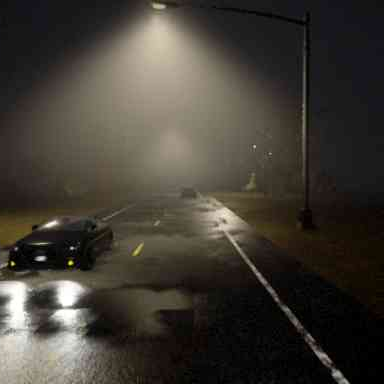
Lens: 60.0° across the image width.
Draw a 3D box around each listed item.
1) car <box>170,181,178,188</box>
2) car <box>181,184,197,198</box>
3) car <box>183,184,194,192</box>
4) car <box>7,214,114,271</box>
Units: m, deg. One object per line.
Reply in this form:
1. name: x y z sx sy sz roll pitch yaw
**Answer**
1. car: -4.634 -1.958 86.406 1.837 1.490 4.892 0 3 -1
2. car: -0.417 -0.001 43.419 1.994 1.385 4.181 0 3 -1
3. car: -0.652 -0.817 62.546 1.895 1.301 4.718 0 3 -1
4. car: -3.706 1.381 10.105 1.994 1.385 4.181 0 2 -1
